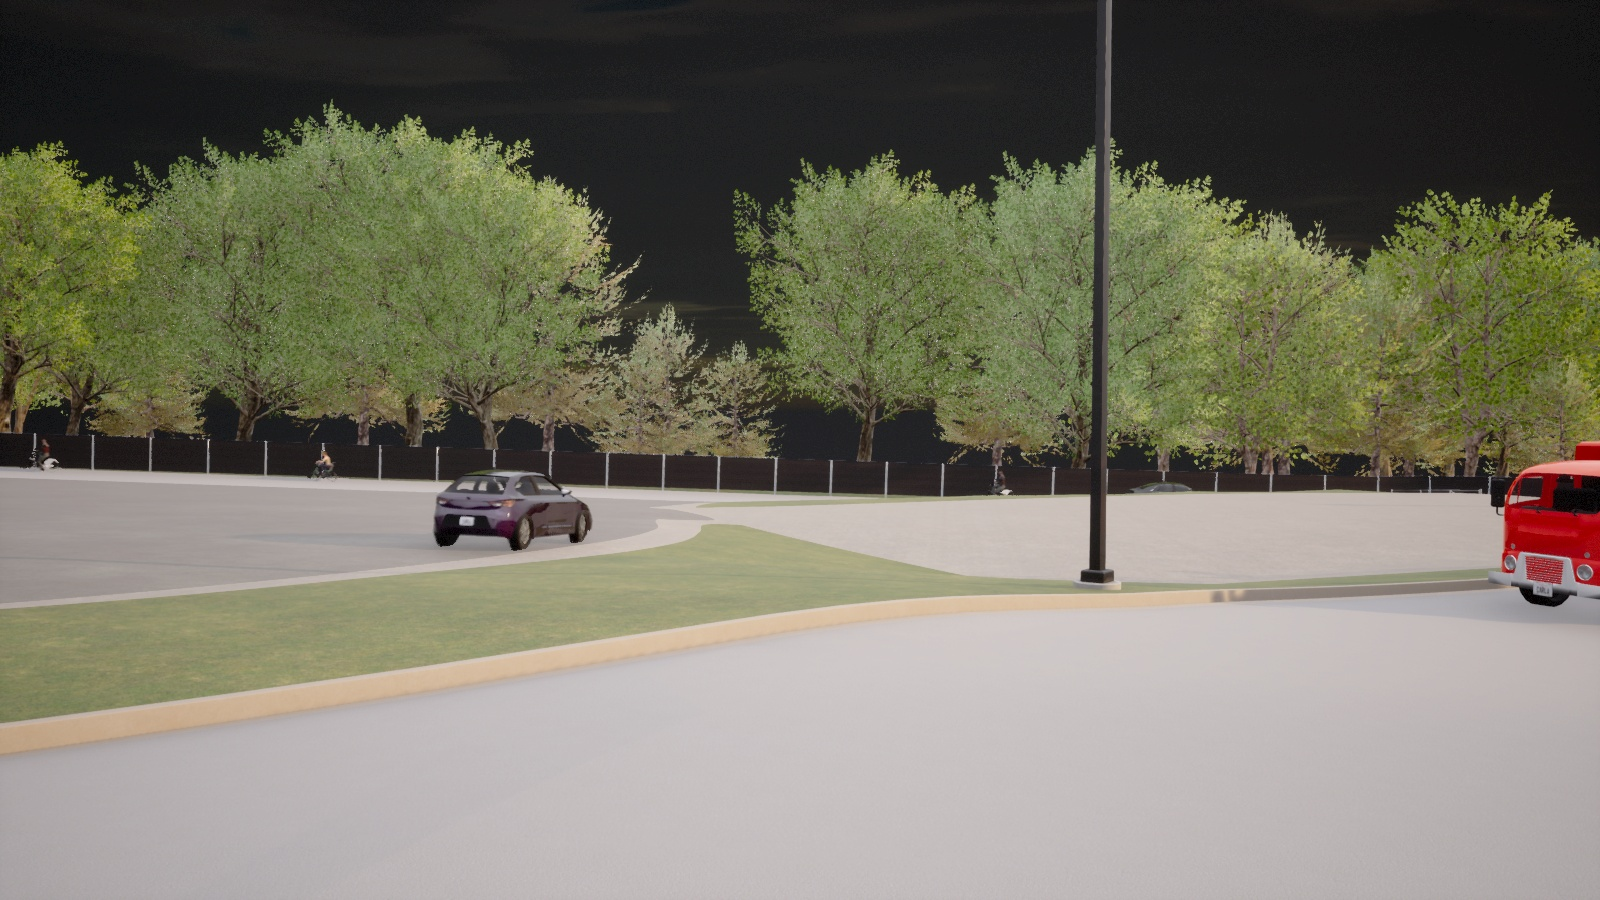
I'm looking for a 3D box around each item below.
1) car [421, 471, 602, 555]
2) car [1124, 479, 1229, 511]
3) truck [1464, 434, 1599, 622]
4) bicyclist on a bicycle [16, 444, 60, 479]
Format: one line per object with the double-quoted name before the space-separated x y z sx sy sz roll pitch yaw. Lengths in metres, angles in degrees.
"car" -5.598 1.186 24.927 1.816 1.474 4.193 2 -1 13
"car" 19.709 2.330 65.889 4.892 1.490 1.837 1 2 0
"truck" 12.803 1.018 18.327 5.204 2.467 2.627 0 2 -20
"bicyclist on a bicycle" -40.044 0.618 65.988 1.843 1.776 0.659 2 2 -4
